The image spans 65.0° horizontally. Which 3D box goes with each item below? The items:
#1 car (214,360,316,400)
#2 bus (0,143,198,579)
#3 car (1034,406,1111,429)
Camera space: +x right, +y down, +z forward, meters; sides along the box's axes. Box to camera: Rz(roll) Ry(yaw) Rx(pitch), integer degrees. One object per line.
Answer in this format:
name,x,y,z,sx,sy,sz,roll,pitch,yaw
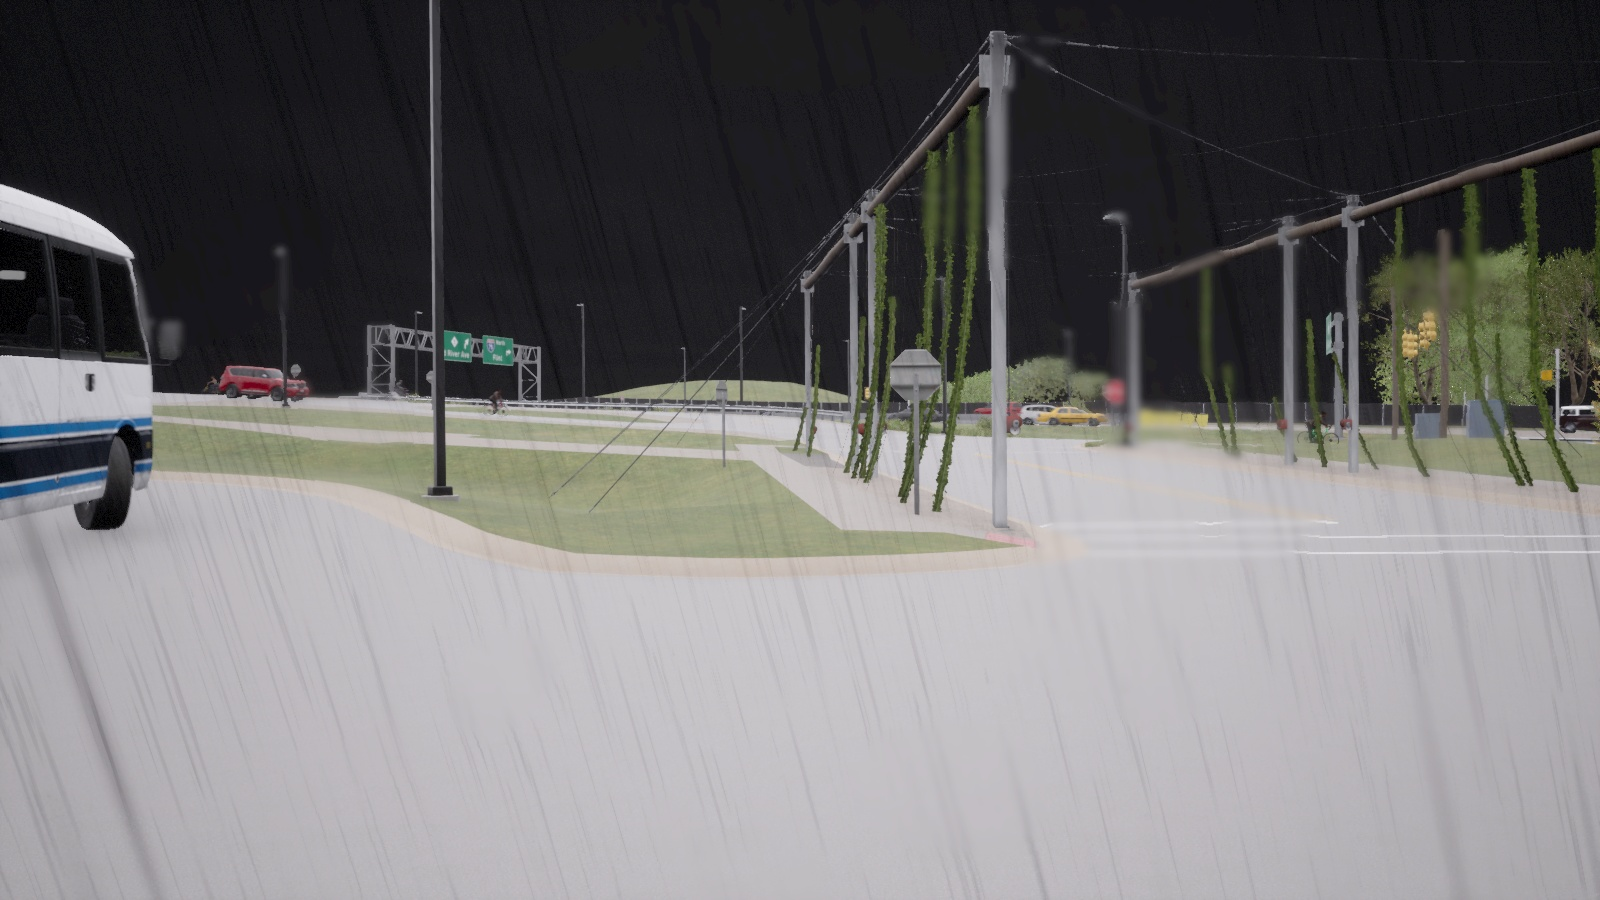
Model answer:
car,-32.966,-4.320,77.423,5.566,2.045,2.150,4,2,15
bus,-10.059,-0.987,13.470,3.944,4.253,10.273,2,2,-11
car,20.324,-2.402,93.746,5.366,1.575,1.801,2,1,20
